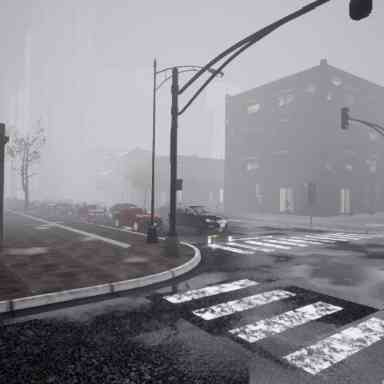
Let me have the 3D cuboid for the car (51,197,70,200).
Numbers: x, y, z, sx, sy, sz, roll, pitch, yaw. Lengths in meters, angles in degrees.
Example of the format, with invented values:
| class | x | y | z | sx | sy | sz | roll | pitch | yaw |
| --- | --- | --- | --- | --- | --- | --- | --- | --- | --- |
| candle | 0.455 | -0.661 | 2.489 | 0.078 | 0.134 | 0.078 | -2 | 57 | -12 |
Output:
| class | x | y | z | sx | sy | sz | roll | pitch | yaw |
| --- | --- | --- | --- | --- | --- | --- | --- | --- | --- |
| car | -22.992 | 2.049 | 59.253 | 2.128 | 1.511 | 4.902 | 1 | -1 | -35 |

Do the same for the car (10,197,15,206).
| class | x | y | z | sx | sy | sz | roll | pitch | yaw |
| --- | --- | --- | --- | --- | --- | --- | --- | --- | --- |
| car | -32.061 | 2.081 | 62.099 | 1.947 | 1.339 | 4.313 | 1 | -1 | -35 |

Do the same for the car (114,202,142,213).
| class | x | y | z | sx | sy | sz | roll | pitch | yaw |
| --- | --- | --- | --- | --- | --- | --- | --- | --- | --- |
| car | -8.300 | 1.966 | 42.945 | 2.008 | 1.369 | 4.403 | 1 | -1 | -35 |

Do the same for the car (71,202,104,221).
| class | x | y | z | sx | sy | sz | roll | pitch | yaw |
| --- | --- | --- | --- | --- | --- | --- | --- | --- | --- |
| car | -8.548 | 1.730 | 28.232 | 1.802 | 1.307 | 4.206 | 1 | -1 | -35 |

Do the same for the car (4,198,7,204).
| class | x | y | z | sx | sy | sz | roll | pitch | yaw |
| --- | --- | --- | --- | --- | --- | --- | --- | --- | --- |
| car | -38.400 | 1.930 | 71.172 | 2.192 | 1.841 | 5.009 | 1 | -1 | -35 |

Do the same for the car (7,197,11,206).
| class | x | y | z | sx | sy | sz | roll | pitch | yaw |
| --- | --- | --- | --- | --- | --- | --- | --- | --- | --- |
| car | -35.231 | 2.131 | 66.634 | 1.947 | 1.339 | 4.313 | 1 | -1 | -35 |

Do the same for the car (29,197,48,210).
| class | x | y | z | sx | sy | sz | roll | pitch | yaw |
| --- | --- | --- | --- | --- | --- | --- | --- | --- | --- |
| car | -22.679 | 1.891 | 48.572 | 1.752 | 1.417 | 4.829 | 1 | -1 | -35 |

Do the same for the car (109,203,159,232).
| class | x | y | z | sx | sy | sz | roll | pitch | yaw |
| --- | --- | --- | --- | --- | --- | --- | --- | --- | --- |
| car | -3.390 | 1.615 | 20.855 | 1.887 | 1.381 | 4.507 | 1 | -1 | -35 |

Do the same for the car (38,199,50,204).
| class | x | y | z | sx | sy | sz | roll | pitch | yaw |
| --- | --- | --- | --- | --- | --- | --- | --- | --- | --- |
| car | -37.968 | 2.403 | 85.177 | 1.752 | 1.417 | 4.829 | 1 | -1 | -35 |

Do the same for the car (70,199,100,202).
| class | x | y | z | sx | sy | sz | roll | pitch | yaw |
| --- | --- | --- | --- | --- | --- | --- | --- | --- | --- |
| car | -12.741 | 1.861 | 39.014 | 1.994 | 1.385 | 4.181 | 1 | -1 | -35 |

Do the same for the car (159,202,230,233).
| class | x | y | z | sx | sy | sz | roll | pitch | yaw |
| --- | --- | --- | --- | --- | --- | --- | --- | --- | --- |
| car | 0.282 | 1.593 | 20.358 | 2.128 | 1.511 | 4.902 | 1 | -1 | -35 |

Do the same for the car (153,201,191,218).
| class | x | y | z | sx | sy | sz | roll | pitch | yaw |
| --- | --- | --- | --- | --- | --- | --- | --- | --- | --- |
| car | -2.097 | 1.762 | 34.083 | 1.967 | 1.590 | 4.097 | 1 | -1 | -35 |

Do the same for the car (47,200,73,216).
| class | x | y | z | sx | sy | sz | roll | pitch | yaw |
| --- | --- | --- | --- | --- | --- | --- | --- | --- | --- |
| car | -13.704 | 1.792 | 35.610 | 1.947 | 1.339 | 4.313 | 1 | -1 | -35 |

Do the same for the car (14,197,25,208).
| class | x | y | z | sx | sy | sz | roll | pitch | yaw |
| --- | --- | --- | --- | --- | --- | --- | --- | --- | --- |
| car | -29.073 | 2.012 | 57.812 | 1.887 | 1.381 | 4.507 | 1 | -1 | -35 |

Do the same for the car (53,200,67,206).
| class | x | y | z | sx | sy | sz | roll | pitch | yaw |
| --- | --- | --- | --- | --- | --- | --- | --- | --- | --- |
| car | -28.361 | 2.306 | 71.432 | 1.802 | 1.307 | 4.206 | 1 | -1 | -35 |

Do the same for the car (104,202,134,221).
| class | x | y | z | sx | sy | sz | roll | pitch | yaw |
| --- | --- | --- | --- | --- | --- | --- | --- | --- | --- |
| car | -5.679 | 1.695 | 28.891 | 1.837 | 1.490 | 4.892 | 1 | -1 | -35 |

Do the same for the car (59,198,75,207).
| class | x | y | z | sx | sy | sz | roll | pitch | yaw |
| --- | --- | --- | --- | --- | --- | --- | --- | --- | --- |
| car | -25.192 | 2.115 | 66.898 | 1.967 | 1.590 | 4.097 | 1 | -1 | -35 |

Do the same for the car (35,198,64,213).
| class | x | y | z | sx | sy | sz | roll | pitch | yaw |
| --- | --- | --- | --- | --- | --- | --- | --- | --- | --- |
| car | -18.003 | 1.843 | 41.810 | 2.008 | 1.369 | 4.403 | 1 | -1 | -35 |
